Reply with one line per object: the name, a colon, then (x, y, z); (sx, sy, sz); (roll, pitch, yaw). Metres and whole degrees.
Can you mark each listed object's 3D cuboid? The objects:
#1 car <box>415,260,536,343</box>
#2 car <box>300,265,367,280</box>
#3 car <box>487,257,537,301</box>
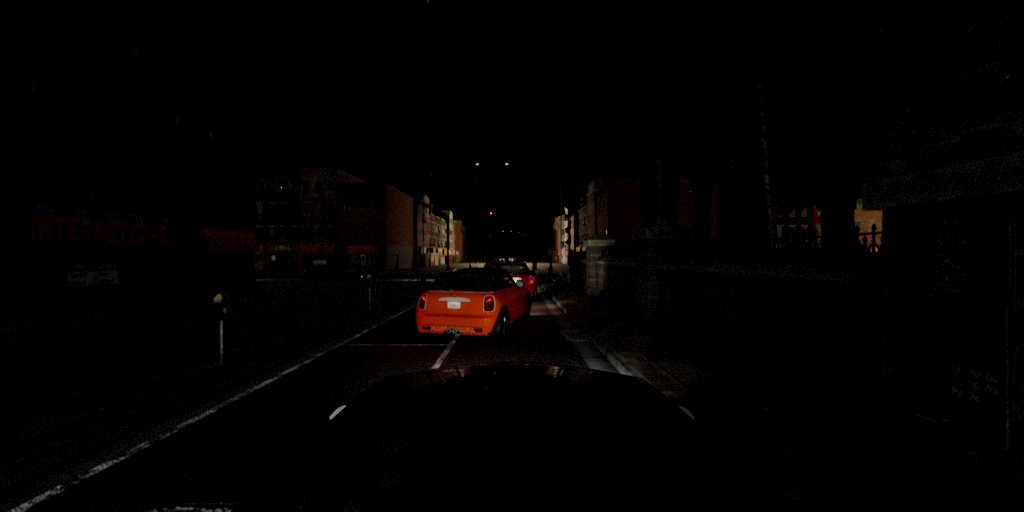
car: (-0.801, 1.098, 9.968); (2.097, 1.767, 4.553); (0, 0, 13)
car: (-14.346, 1.359, 29.088); (4.718, 1.301, 1.895); (0, 0, 3)
car: (0.070, 1.095, 17.256); (2.097, 1.767, 4.553); (0, 0, 1)
